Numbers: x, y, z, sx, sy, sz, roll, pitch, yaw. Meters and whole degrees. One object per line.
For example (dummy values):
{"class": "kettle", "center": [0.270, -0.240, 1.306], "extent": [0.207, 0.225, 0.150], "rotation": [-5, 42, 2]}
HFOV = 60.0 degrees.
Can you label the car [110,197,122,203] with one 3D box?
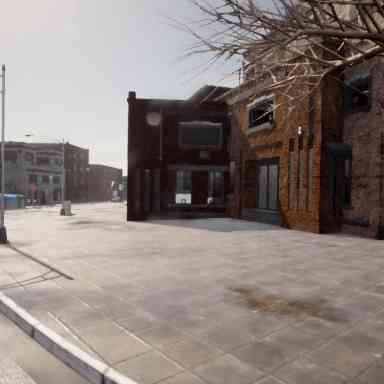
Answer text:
{"class": "car", "center": [-18.588, 1.925, 81.549], "extent": [1.837, 1.490, 4.892], "rotation": [1, -1, 2]}
